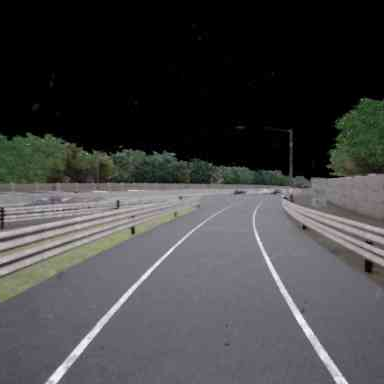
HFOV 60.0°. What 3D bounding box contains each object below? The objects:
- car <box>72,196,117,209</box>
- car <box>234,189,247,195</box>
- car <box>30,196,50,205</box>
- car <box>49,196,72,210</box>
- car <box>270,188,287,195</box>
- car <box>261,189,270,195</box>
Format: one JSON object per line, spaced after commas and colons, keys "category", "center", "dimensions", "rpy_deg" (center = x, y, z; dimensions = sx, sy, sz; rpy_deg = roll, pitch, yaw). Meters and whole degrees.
{"category": "car", "center": [-9.703, 1.233, 34.532], "dimensions": [1.812, 1.442, 4.674], "rpy_deg": [1, 2, 31]}
{"category": "car", "center": [12.445, 0.024, 85.057], "dimensions": [1.882, 1.535, 5.008], "rpy_deg": [1, 1, 31]}
{"category": "car", "center": [-15.706, 1.176, 38.135], "dimensions": [2.033, 1.411, 5.357], "rpy_deg": [1, 2, 31]}
{"category": "car", "center": [-12.706, 1.194, 36.333], "dimensions": [1.812, 1.442, 4.674], "rpy_deg": [1, 2, 31]}
{"category": "car", "center": [23.319, 0.004, 89.580], "dimensions": [1.837, 1.490, 4.892], "rpy_deg": [1, 1, 31]}
{"category": "car", "center": [20.592, -0.016, 91.837], "dimensions": [1.812, 1.442, 4.674], "rpy_deg": [1, 1, 31]}
